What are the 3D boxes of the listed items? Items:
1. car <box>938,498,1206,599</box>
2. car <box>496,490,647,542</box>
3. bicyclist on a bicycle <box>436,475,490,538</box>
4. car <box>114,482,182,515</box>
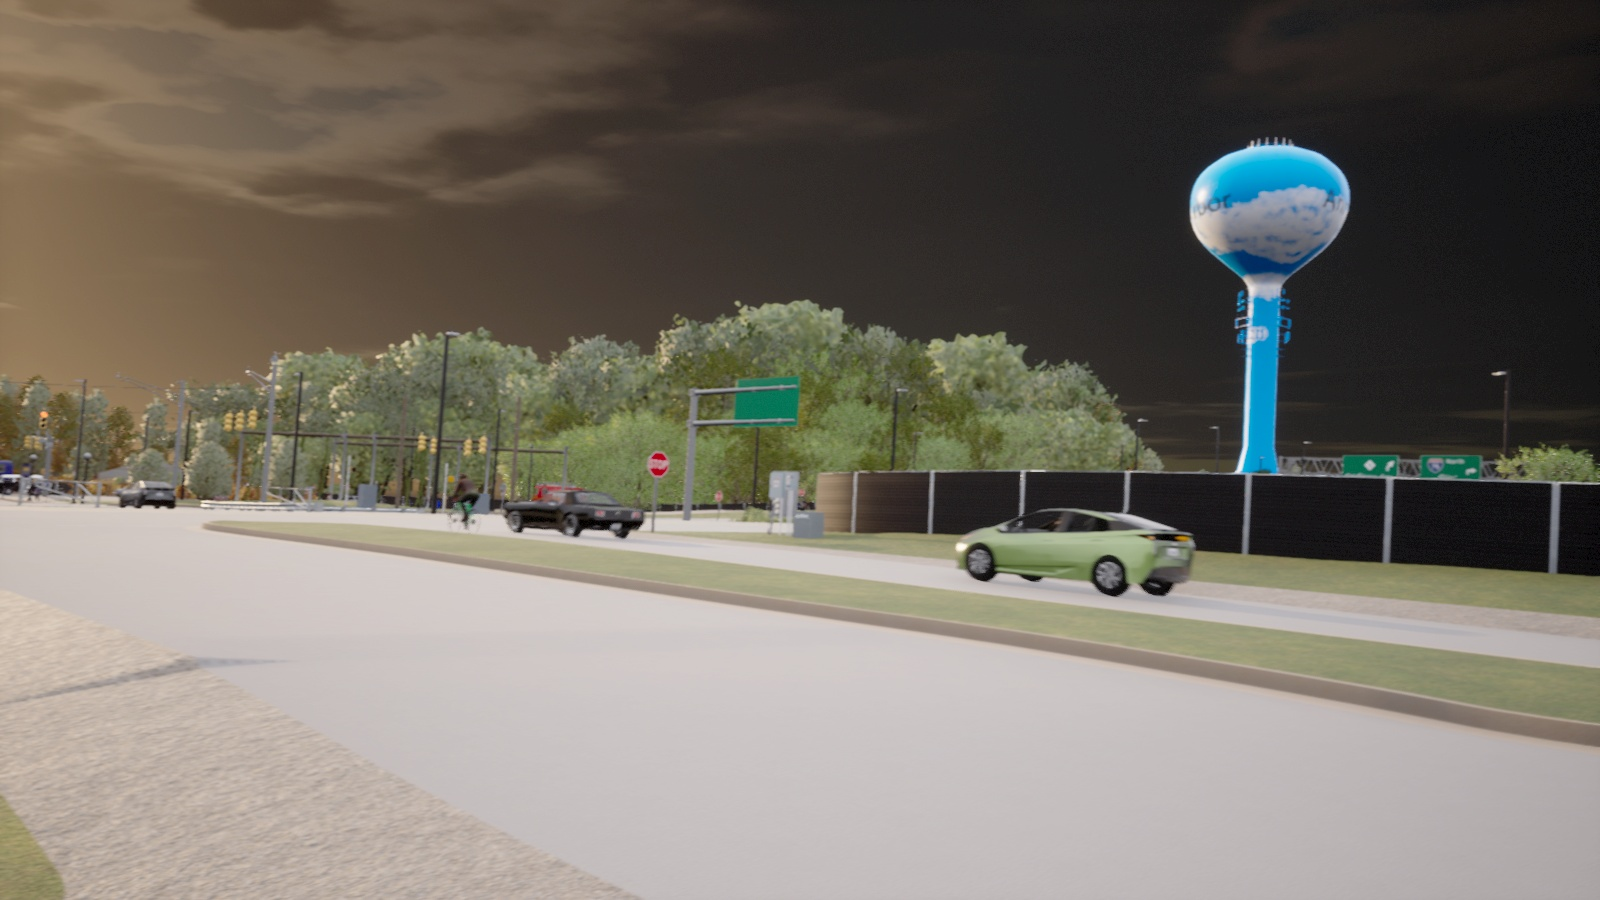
[{"bbox_3d":[5.045,1.811,23.748,2.007,1.525,4.514,6,-3,-44],"label":"car"},{"bbox_3d":[-6.571,1.853,35.767,1.895,1.301,4.718,5,-4,-44],"label":"car"},{"bbox_3d":[-8.917,1.485,33.187,0.582,1.620,1.656,5,-4,-44],"label":"bicyclist on a bicycle"},{"bbox_3d":[-33.083,2.440,63.638,2.007,1.525,4.514,4,-3,-41],"label":"car"}]
